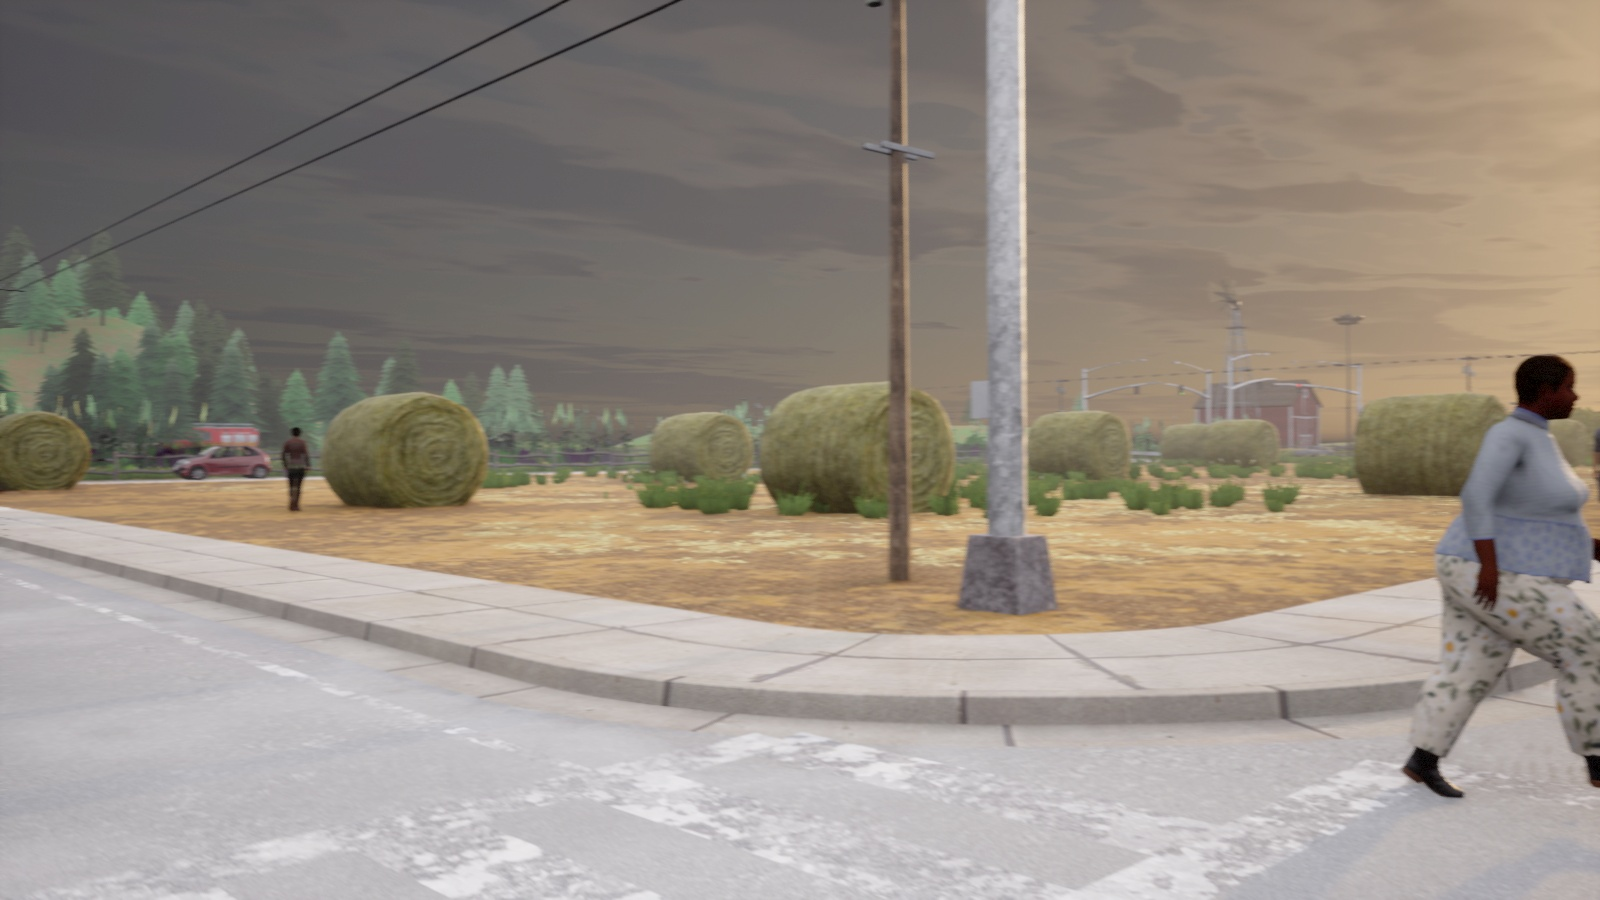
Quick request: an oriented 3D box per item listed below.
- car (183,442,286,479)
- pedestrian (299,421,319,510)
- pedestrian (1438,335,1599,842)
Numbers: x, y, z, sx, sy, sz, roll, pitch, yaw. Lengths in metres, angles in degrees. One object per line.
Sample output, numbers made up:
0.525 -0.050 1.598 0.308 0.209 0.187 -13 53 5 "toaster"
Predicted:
-26.087 0.466 57.965 3.988 1.617 1.851 0 0 -40 "car"
-10.151 0.320 25.981 0.328 1.805 0.869 0 0 -19 "pedestrian"
3.063 0.504 5.006 0.900 1.855 0.874 0 0 29 "pedestrian"
